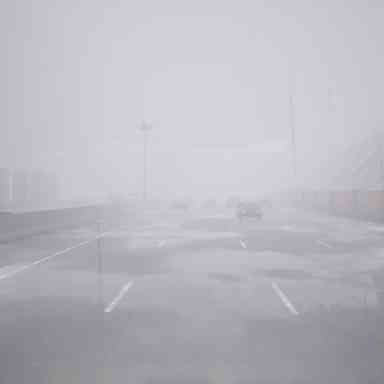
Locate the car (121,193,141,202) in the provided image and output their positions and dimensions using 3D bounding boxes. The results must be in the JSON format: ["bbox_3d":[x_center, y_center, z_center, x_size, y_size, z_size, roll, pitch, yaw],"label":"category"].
[{"bbox_3d":[-10.920,1.218,61.749,2.150,2.045,5.566,0,0,3],"label":"car"}]

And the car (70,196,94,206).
[{"bbox_3d":[-18.292,1.490,54.434,2.128,1.511,4.902,0,0,3],"label":"car"}]

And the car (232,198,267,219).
[{"bbox_3d":[4.840,1.547,28.812,2.033,1.411,5.357,0,0,4],"label":"car"}]

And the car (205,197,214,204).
[{"bbox_3d":[3.478,1.601,66.937,1.895,1.301,4.718,0,0,2],"label":"car"}]

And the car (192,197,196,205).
[{"bbox_3d":[-0.452,1.526,57.383,1.812,1.442,4.674,0,0,2],"label":"car"}]

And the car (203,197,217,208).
[{"bbox_3d":[2.558,1.525,47.673,1.812,1.442,4.674,0,0,3],"label":"car"}]

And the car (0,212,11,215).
[{"bbox_3d":[-13.367,1.601,20.454,1.895,1.301,4.718,0,0,3],"label":"car"}]

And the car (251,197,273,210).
[{"bbox_3d":[9.326,1.505,43.550,1.837,1.490,4.892,0,0,3],"label":"car"}]

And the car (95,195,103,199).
[{"bbox_3d":[-20.807,1.205,75.067,1.812,1.442,4.674,0,0,2],"label":"car"}]

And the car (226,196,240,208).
[{"bbox_3d":[6.110,1.352,48.468,2.097,1.767,4.553,0,0,2],"label":"car"}]

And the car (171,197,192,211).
[{"bbox_3d":[-1.390,1.600,40.626,1.895,1.301,4.718,0,0,4],"label":"car"}]

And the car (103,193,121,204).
[{"bbox_3d":[-14.361,1.221,62.813,2.150,2.045,5.566,0,0,3],"label":"car"}]
